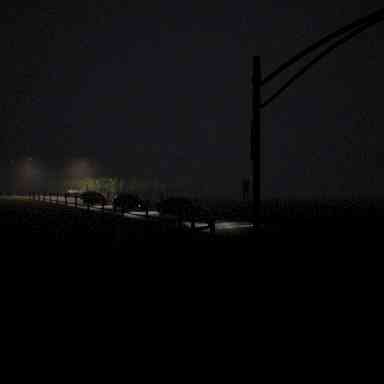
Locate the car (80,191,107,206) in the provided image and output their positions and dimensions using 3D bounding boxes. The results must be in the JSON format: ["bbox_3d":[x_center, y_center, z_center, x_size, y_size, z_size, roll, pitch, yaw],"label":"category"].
[{"bbox_3d":[-11.723,0.815,40.024,1.812,1.442,4.674,0,1,-35],"label":"car"}]

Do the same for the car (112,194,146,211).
[{"bbox_3d":[-6.117,0.970,31.952,1.837,1.490,4.892,0,1,-35],"label":"car"}]

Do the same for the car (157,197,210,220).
[{"bbox_3d":[-0.718,1.114,24.198,1.882,1.535,5.008,0,1,-35],"label":"car"}]

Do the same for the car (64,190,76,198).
[{"bbox_3d":[-22.376,0.375,61.750,2.128,1.511,4.902,0,1,-35],"label":"car"}]

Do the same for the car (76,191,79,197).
[{"bbox_3d":[-16.460,0.540,53.260,1.882,1.535,5.008,0,1,-35],"label":"car"}]
